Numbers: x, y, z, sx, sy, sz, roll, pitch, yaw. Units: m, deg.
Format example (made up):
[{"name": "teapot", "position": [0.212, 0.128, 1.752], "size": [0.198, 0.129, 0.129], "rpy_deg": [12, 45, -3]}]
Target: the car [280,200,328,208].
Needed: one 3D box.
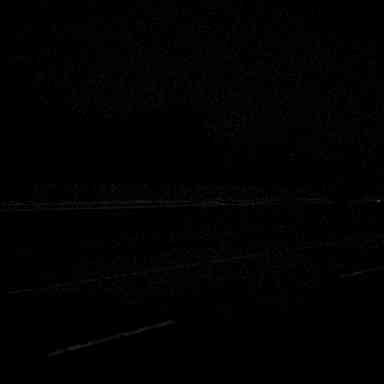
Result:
[{"name": "car", "position": [8.624, 1.563, 27.343], "size": [4.902, 1.511, 2.128], "rpy_deg": [0, 0, -35]}]

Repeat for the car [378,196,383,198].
[{"name": "car", "position": [31.996, 1.549, 56.804], "size": [4.553, 1.767, 2.097], "rpy_deg": [0, 0, -36]}]

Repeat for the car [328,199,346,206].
[{"name": "car", "position": [20.693, 1.706, 48.798], "size": [4.181, 1.385, 1.994], "rpy_deg": [0, 0, -35]}]

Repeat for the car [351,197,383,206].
[{"name": "car", "position": [24.783, 1.751, 47.392], "size": [4.718, 1.301, 1.895], "rpy_deg": [0, 0, -35]}]
